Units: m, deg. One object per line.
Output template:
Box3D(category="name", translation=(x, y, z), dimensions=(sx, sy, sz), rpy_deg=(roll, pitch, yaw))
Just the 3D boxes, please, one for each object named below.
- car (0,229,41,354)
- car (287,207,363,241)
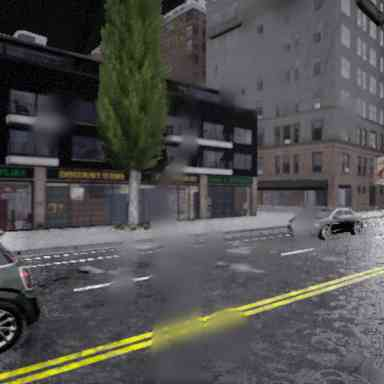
Box3D(category="car", translation=(-4.596, 1.357, 4.423), dimensions=(4.553, 1.767, 2.097), rpy_deg=(0, 0, -36))
Box3D(category="car", translation=(6.827, 1.507, 16.877), dimensions=(4.902, 1.511, 2.128), rpy_deg=(0, 0, -37))
